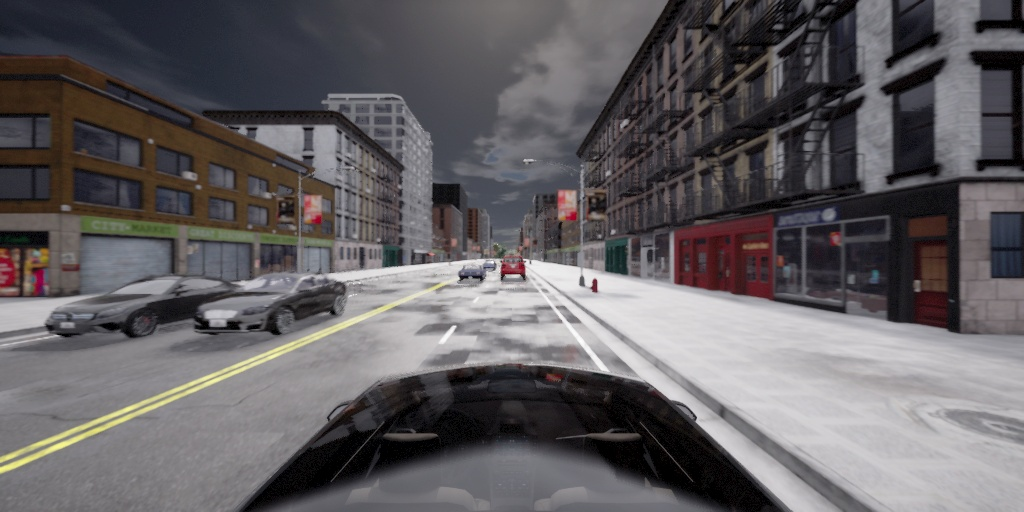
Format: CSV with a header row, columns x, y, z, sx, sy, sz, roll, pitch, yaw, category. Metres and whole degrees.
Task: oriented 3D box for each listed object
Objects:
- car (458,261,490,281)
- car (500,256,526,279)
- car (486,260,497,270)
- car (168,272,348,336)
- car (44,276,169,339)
x,y,z,sx,sy,sz,roll,pitch,yaw,category
-3.153,1.359,29.501,1.895,1.301,4.718,0,0,0,car
0.098,0.983,32.385,2.150,2.045,5.566,0,0,0,car
-3.157,1.313,51.128,2.033,1.411,5.357,0,0,0,car
-6.601,1.244,10.500,2.128,1.511,4.902,0,0,0,car
-9.850,1.278,10.275,1.812,1.442,4.674,0,0,0,car
